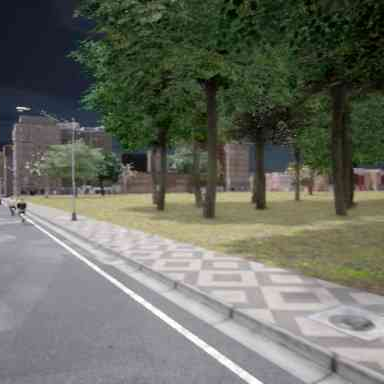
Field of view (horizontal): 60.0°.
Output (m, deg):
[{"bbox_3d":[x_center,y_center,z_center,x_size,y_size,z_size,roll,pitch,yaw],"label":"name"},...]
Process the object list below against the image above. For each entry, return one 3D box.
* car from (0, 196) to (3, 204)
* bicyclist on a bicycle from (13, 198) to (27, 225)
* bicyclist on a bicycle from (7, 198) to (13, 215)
[{"bbox_3d":[-33.382,1.305,56.555,1.882,1.535,5.008,-1,1,-32],"label":"car"},{"bbox_3d":[-11.072,1.267,21.683,0.659,1.776,1.843,-1,1,-32],"label":"bicyclist on a bicycle"},{"bbox_3d":[-15.924,1.312,29.599,0.866,1.612,1.509,-1,0,-31],"label":"bicyclist on a bicycle"}]
